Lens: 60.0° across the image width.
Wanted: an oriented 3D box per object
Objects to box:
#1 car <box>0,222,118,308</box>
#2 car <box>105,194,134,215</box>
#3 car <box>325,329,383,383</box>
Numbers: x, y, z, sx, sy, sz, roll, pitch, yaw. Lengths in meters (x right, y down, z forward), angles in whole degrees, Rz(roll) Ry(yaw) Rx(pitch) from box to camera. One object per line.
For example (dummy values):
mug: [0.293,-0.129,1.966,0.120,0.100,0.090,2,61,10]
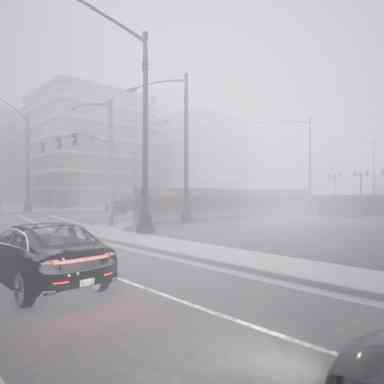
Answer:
car: [-3.644,1.492,8.035,2.128,1.511,4.902,0,0,-43]
car: [-6.298,1.221,34.992,5.566,2.045,2.150,0,0,-44]
car: [3.202,1.505,1.581,4.892,1.490,1.837,0,0,38]
